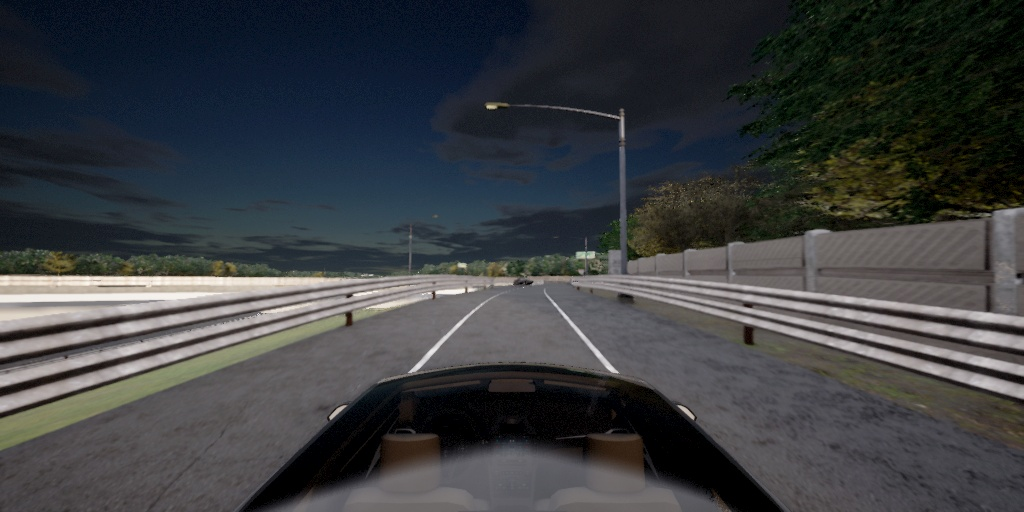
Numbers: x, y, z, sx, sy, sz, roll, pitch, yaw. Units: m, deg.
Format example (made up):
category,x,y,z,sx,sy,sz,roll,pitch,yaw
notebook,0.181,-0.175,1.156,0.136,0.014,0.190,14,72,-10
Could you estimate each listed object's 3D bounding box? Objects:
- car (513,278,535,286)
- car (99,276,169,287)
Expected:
category,x,y,z,sx,sy,sz,roll,pitch,yaw
car,2.221,4.657,64.150,1.882,1.535,5.008,-2,-5,35
car,-32.827,2.413,31.280,4.181,1.385,1.994,3,-5,-32
